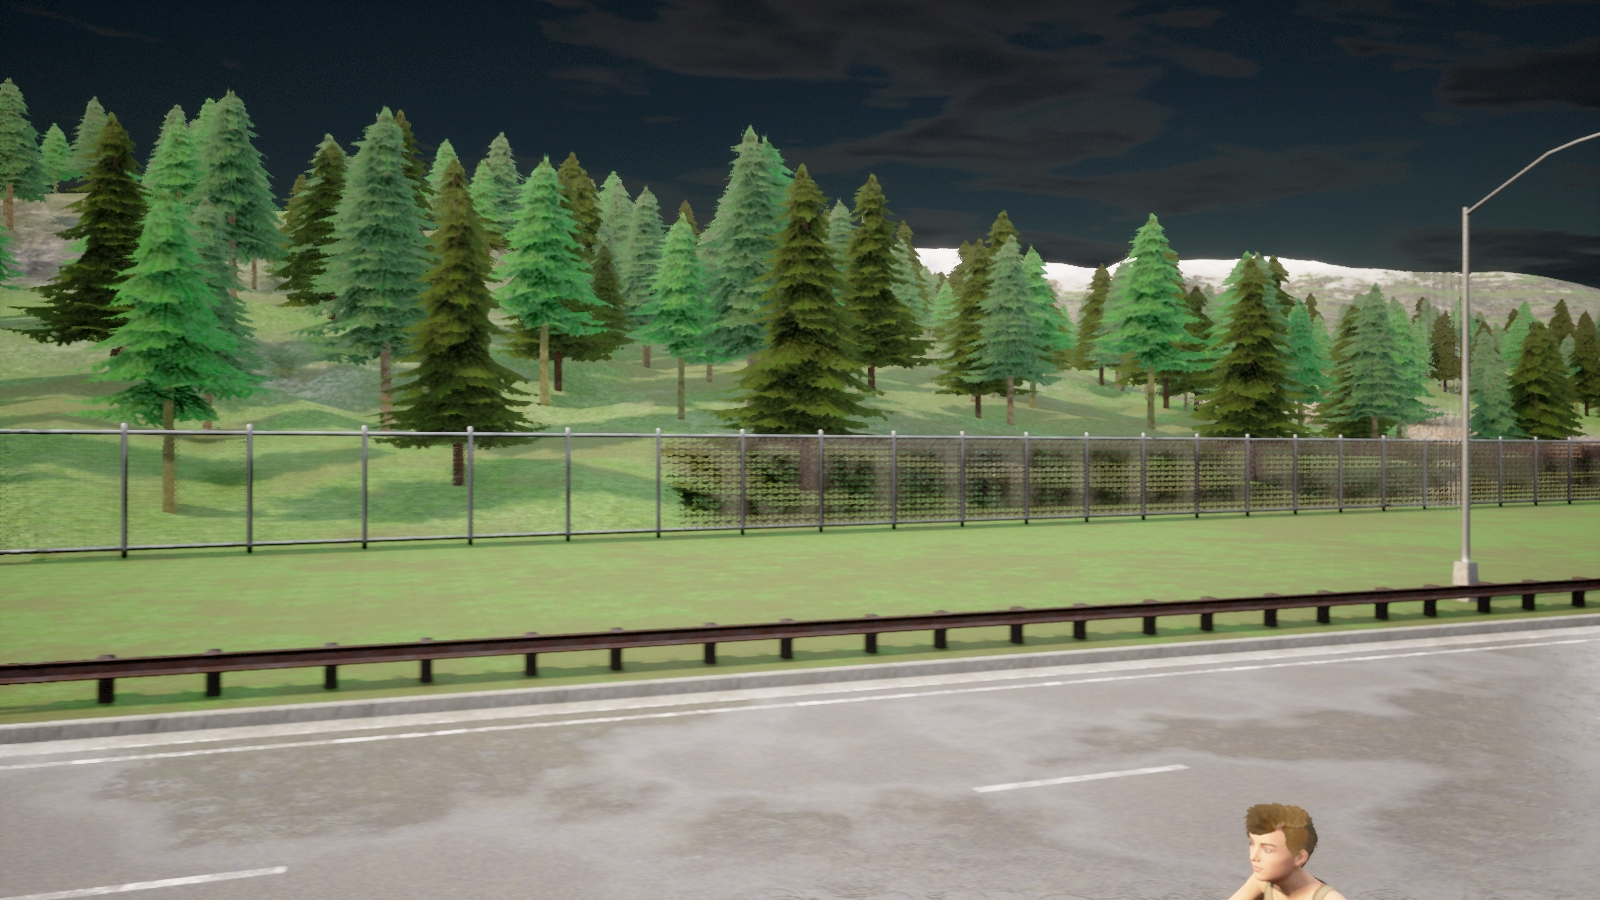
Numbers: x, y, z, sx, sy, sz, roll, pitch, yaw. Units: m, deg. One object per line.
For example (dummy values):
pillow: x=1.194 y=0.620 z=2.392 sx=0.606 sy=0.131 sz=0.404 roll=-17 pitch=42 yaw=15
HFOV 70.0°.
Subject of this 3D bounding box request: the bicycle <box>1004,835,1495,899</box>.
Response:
bicycle: x=1.560 y=2.159 z=3.854 sx=1.487 sy=1.277 sz=0.859 roll=0 pitch=0 yaw=-20
